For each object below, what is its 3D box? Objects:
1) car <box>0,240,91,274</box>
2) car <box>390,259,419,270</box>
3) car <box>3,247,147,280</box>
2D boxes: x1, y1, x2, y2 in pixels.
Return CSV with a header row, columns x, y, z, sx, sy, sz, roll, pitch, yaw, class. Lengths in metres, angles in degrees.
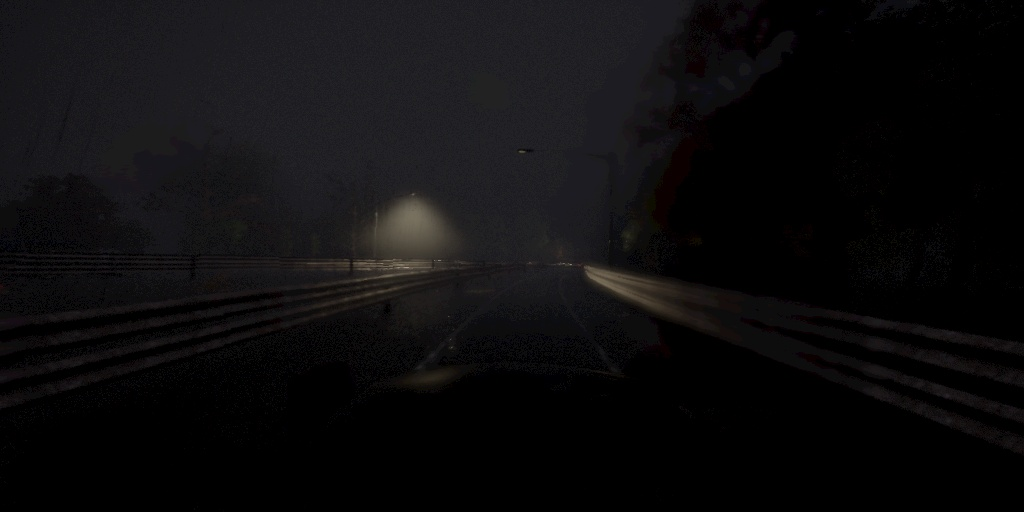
x,y,z,sx,sy,sz,roll,pitch,yaw,class
-26.894,0.175,21.711,2.150,2.045,5.566,0,-1,28,car
-15.263,1.217,51.344,2.128,1.511,4.902,0,-1,28,car
-23.829,0.480,20.022,1.837,1.490,4.892,0,-1,28,car
